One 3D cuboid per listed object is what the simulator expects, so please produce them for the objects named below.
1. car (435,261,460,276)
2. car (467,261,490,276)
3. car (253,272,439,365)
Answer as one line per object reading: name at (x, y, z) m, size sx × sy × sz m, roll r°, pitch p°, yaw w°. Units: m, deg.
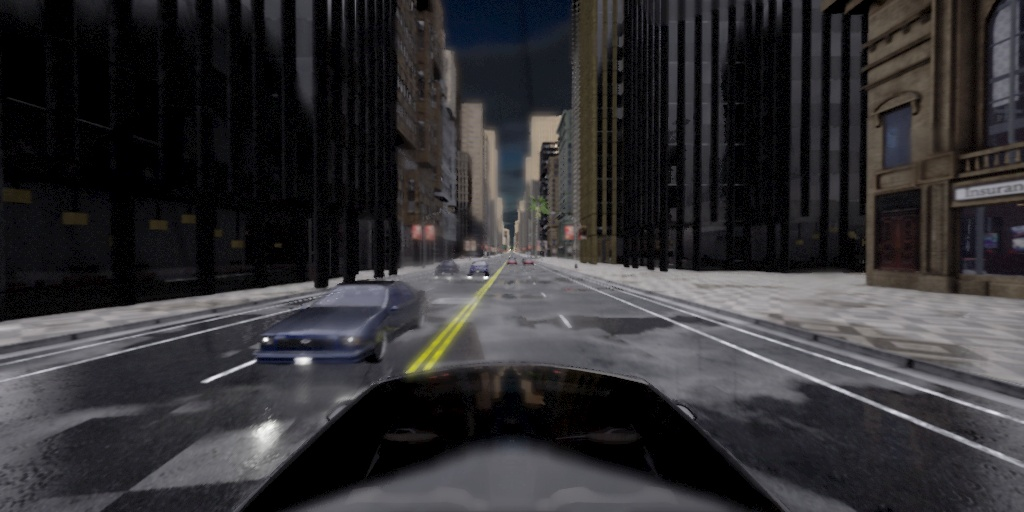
car at (-6.488, 1.233, 36.491) m, size 2.033 × 1.411 × 5.357 m, roll 0°, pitch 0°, yaw 0°
car at (-3.239, 1.213, 36.346) m, size 1.812 × 1.442 × 4.674 m, roll 0°, pitch 0°, yaw 0°
car at (-3.339, 1.293, 8.407) m, size 2.033 × 1.411 × 5.357 m, roll 0°, pitch 0°, yaw 0°
